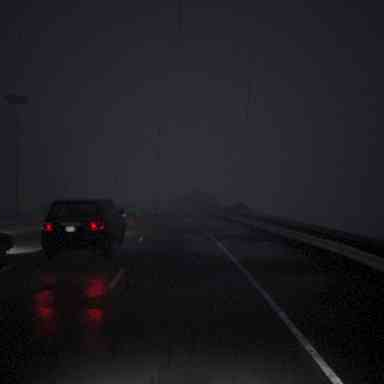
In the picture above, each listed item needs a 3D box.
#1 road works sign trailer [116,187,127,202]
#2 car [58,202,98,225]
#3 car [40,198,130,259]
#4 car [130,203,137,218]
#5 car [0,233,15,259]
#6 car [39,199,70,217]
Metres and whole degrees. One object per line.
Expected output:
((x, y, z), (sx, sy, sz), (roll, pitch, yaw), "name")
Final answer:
((-16.660, 0.602, 78.394), (2.380, 3.560, 2.880), (0, 0, -25), "road works sign trailer")
((-8.916, 1.604, 26.414), (2.033, 1.411, 5.357), (0, 0, -8), "car")
((-3.958, 1.247, 12.983), (2.150, 2.045, 5.566), (0, 0, -4), "car")
((-5.987, 1.653, 30.274), (1.895, 1.301, 4.718), (0, 0, -9), "car")
((-7.237, 1.579, 9.587), (2.033, 1.411, 5.357), (0, 0, -3), "car")
((-13.622, 1.555, 33.183), (1.882, 1.535, 5.008), (0, 0, -10), "car")
